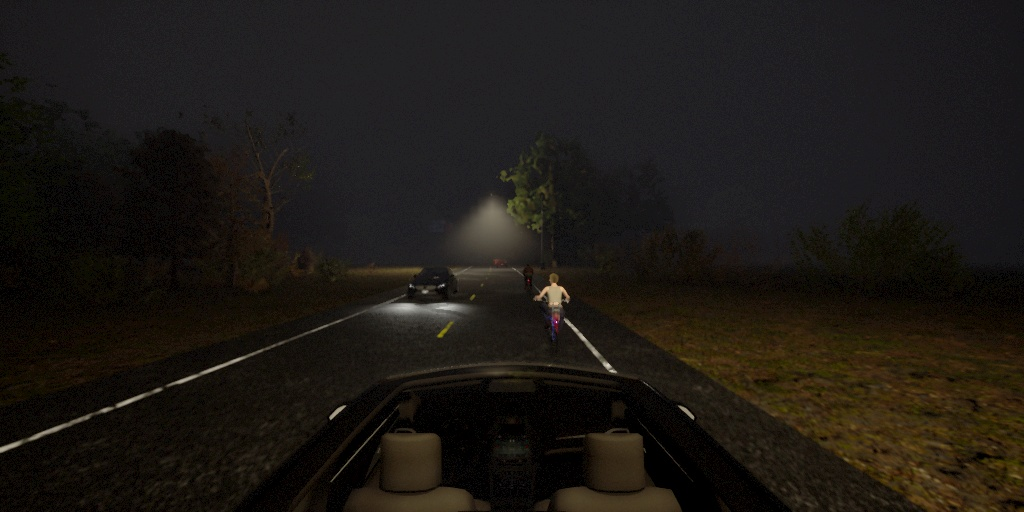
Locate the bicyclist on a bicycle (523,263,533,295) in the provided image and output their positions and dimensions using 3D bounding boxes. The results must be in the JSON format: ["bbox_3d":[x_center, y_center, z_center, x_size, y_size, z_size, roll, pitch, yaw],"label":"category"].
[{"bbox_3d":[0.800,1.193,17.519,0.582,1.620,1.656,0,0,-1],"label":"bicyclist on a bicycle"}]

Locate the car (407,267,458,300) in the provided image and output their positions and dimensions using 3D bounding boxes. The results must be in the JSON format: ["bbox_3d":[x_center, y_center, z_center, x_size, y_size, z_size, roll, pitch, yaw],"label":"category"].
[{"bbox_3d":[-3.768,1.267,17.710,1.812,1.442,4.674,0,0,-1],"label":"car"}]

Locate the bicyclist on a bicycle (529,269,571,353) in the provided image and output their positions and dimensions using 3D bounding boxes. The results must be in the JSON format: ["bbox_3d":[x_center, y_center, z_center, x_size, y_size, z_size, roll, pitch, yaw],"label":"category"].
[{"bbox_3d":[0.897,1.184,7.828,0.866,1.612,1.509,0,0,0],"label":"bicyclist on a bicycle"}]

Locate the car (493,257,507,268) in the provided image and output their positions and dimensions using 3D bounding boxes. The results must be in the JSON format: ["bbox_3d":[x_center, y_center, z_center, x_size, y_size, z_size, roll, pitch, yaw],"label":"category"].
[{"bbox_3d":[-1.800,1.207,61.335,1.812,1.442,4.674,0,0,-3],"label":"car"}]
